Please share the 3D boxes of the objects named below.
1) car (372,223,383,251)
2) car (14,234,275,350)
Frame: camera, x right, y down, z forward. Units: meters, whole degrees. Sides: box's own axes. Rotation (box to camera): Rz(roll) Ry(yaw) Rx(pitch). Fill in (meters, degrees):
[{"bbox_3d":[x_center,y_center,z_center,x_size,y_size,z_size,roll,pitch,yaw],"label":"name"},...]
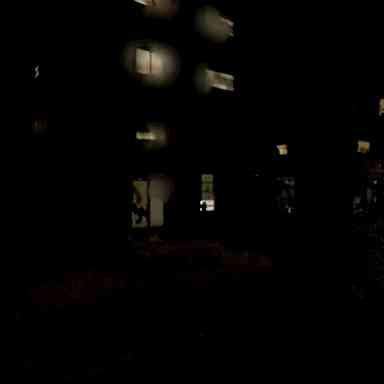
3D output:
[{"bbox_3d":[8.592,1.510,12.695,4.403,1.369,2.008,0,0,-36],"label":"car"},{"bbox_3d":[-0.541,1.516,6.178,4.829,1.417,1.752,0,0,-36],"label":"car"}]
